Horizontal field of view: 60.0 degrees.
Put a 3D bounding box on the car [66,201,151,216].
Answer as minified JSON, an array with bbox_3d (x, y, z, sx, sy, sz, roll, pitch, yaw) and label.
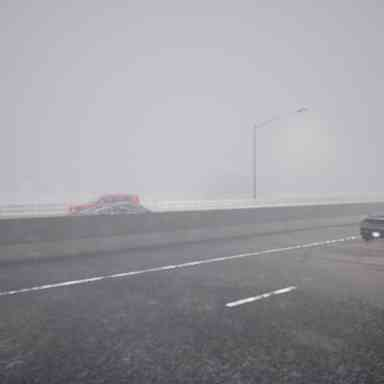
[{"bbox_3d":[-4.812,1.465,17.755,4.902,1.511,2.128,0,0,-35],"label":"car"}]

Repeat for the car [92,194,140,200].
[{"bbox_3d":[-6.421,1.183,25.206,5.566,2.045,2.150,0,0,-35],"label":"car"}]

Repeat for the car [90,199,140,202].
[{"bbox_3d":[-4.986,1.469,21.930,4.892,1.490,1.837,0,0,-35],"label":"car"}]

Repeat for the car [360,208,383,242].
[{"bbox_3d":[9.322,1.434,14.694,4.892,1.490,1.837,0,0,-36],"label":"car"}]
